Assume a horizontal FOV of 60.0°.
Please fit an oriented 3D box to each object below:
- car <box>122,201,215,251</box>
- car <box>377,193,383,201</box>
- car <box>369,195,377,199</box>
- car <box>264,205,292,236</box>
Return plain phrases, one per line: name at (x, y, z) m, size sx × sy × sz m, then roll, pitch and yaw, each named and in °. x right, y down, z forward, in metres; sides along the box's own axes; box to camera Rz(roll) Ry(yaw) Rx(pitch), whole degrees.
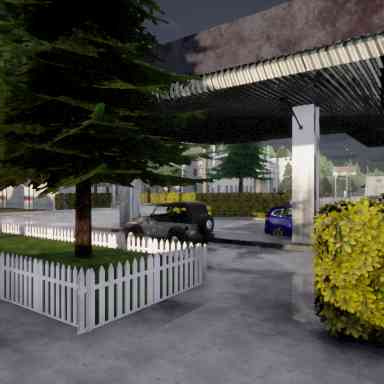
car at (-0.947, 1.313, 13.813) m, size 3.866 × 1.878 × 1.905 m, roll 0°, pitch 0°, yaw 35°
car at (25.808, 1.077, 43.496) m, size 1.905 × 1.878 × 3.866 m, roll 0°, pitch 0°, yaw 35°
car at (33.073, 1.298, 60.237) m, size 2.007 × 1.523 × 4.514 m, roll 0°, pitch 0°, yaw 35°
car at (5.854, 1.480, 15.962) m, size 4.611 × 1.667 × 2.242 m, roll 0°, pitch 0°, yaw 35°
